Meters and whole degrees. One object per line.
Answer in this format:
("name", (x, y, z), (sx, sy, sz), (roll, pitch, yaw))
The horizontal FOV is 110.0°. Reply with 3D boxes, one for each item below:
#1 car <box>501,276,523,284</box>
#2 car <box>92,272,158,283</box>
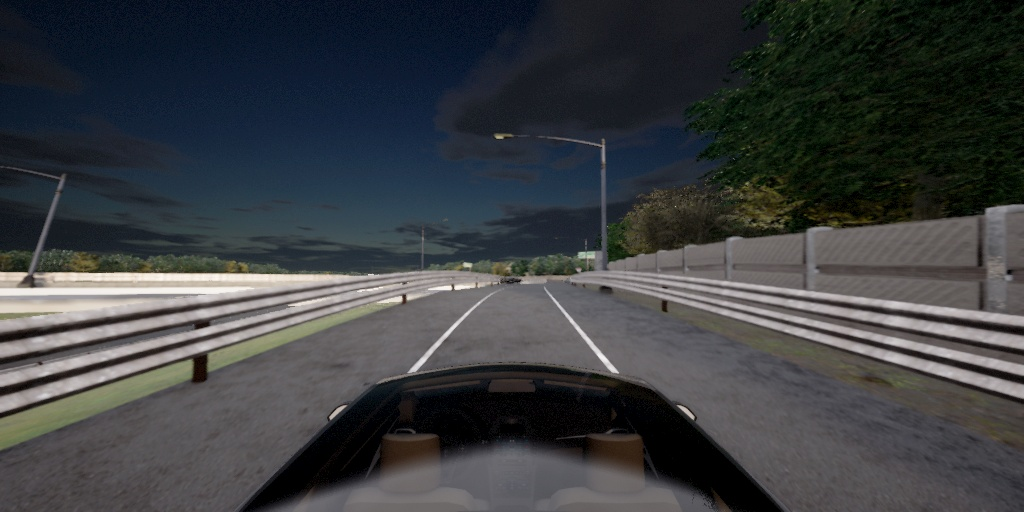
("car", (0.058, 4.375, 65.101), (1.882, 1.535, 5.008), (-2, -5, 38))
("car", (-36.750, 2.244, 34.182), (4.181, 1.385, 1.994), (2, -4, -28))
